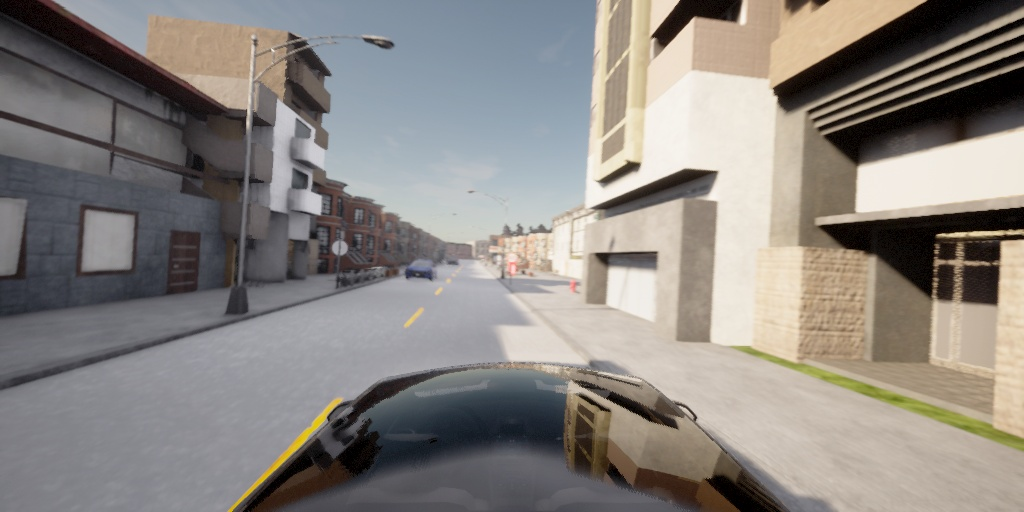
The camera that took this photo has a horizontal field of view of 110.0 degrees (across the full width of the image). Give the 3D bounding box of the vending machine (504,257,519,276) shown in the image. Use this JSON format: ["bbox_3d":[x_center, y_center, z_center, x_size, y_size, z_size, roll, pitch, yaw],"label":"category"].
[{"bbox_3d":[-0.070,1.423,42.107,1.100,2.100,0.880,0,0,-6],"label":"vending machine"}]

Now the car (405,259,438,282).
[{"bbox_3d":[-6.751,1.004,27.142,1.882,1.535,5.008,3,0,-6],"label":"car"}]
